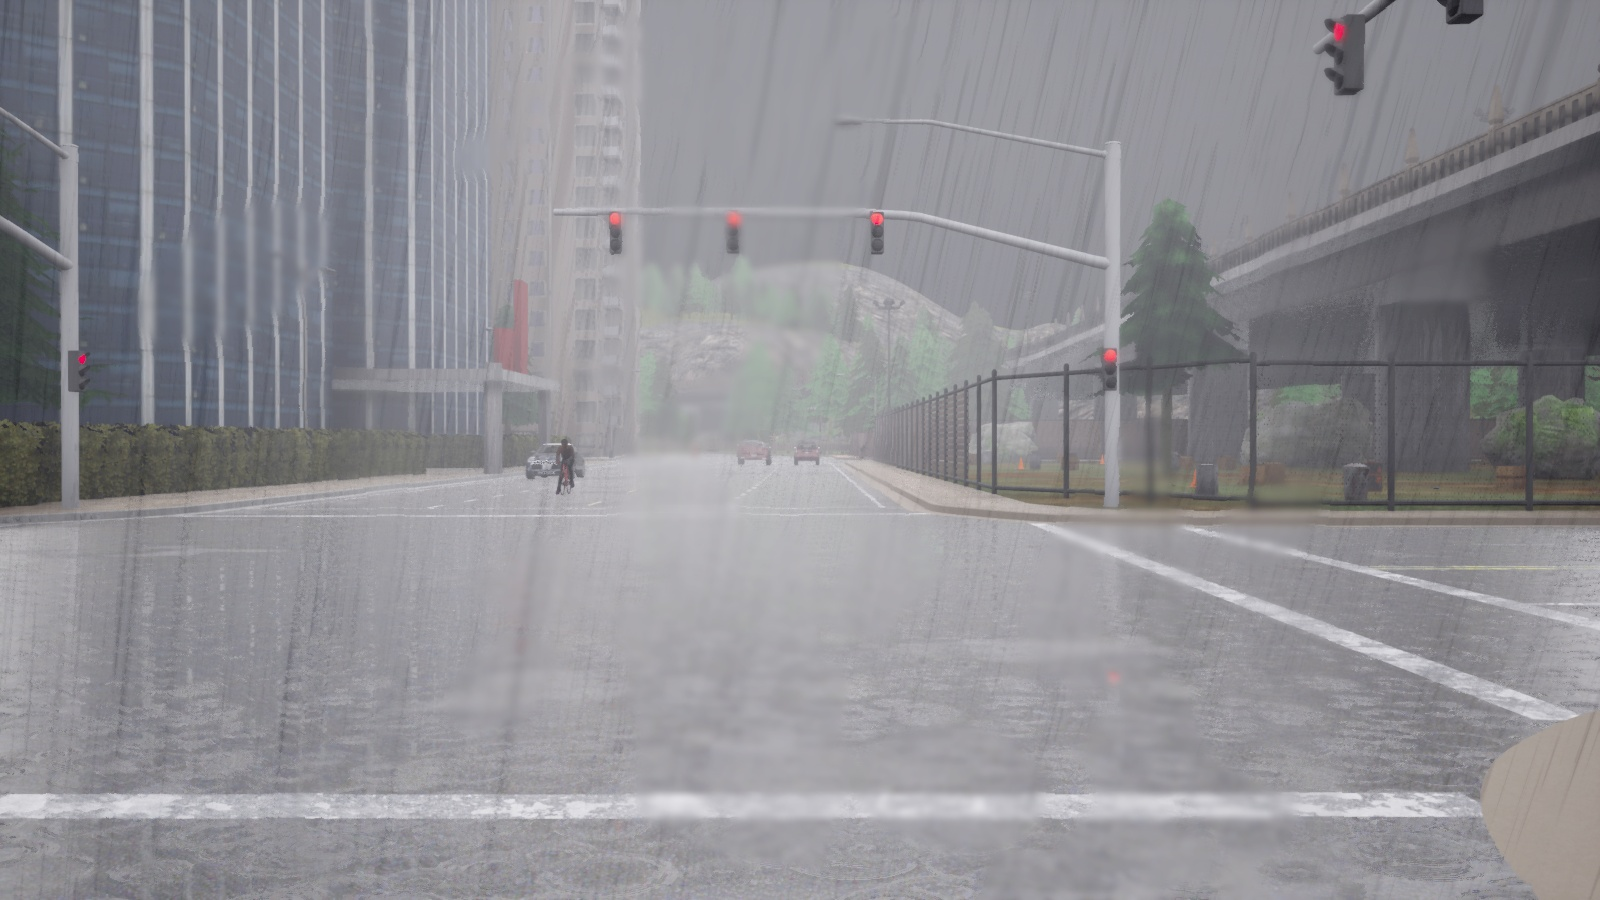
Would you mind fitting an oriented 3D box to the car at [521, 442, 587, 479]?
[{"bbox_3d":[-10.211,0.408,52.397,1.970,1.475,3.806,0,0,0],"label":"car"}]

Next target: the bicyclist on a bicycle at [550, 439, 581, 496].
[{"bbox_3d":[-6.795,0.488,36.405,0.582,1.620,1.656,0,1,0],"label":"bicyclist on a bicycle"}]

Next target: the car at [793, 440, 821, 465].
[{"bbox_3d":[0.474,0.158,86.290,1.851,1.617,3.988,0,0,0],"label":"car"}]

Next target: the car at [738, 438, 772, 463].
[{"bbox_3d":[-3.036,0.039,85.718,2.152,1.651,5.027,0,0,0],"label":"car"}]
